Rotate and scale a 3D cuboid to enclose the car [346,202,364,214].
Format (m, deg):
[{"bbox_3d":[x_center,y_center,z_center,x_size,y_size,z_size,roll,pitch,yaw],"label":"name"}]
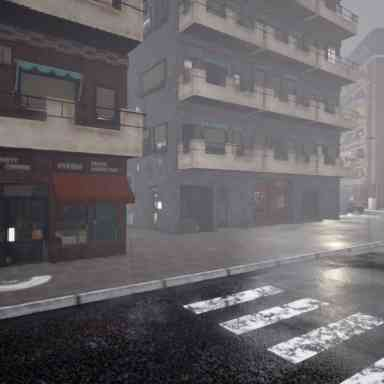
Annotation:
[{"bbox_3d":[18.050,1.789,38.328,1.895,1.301,4.718,0,0,5],"label":"car"}]
